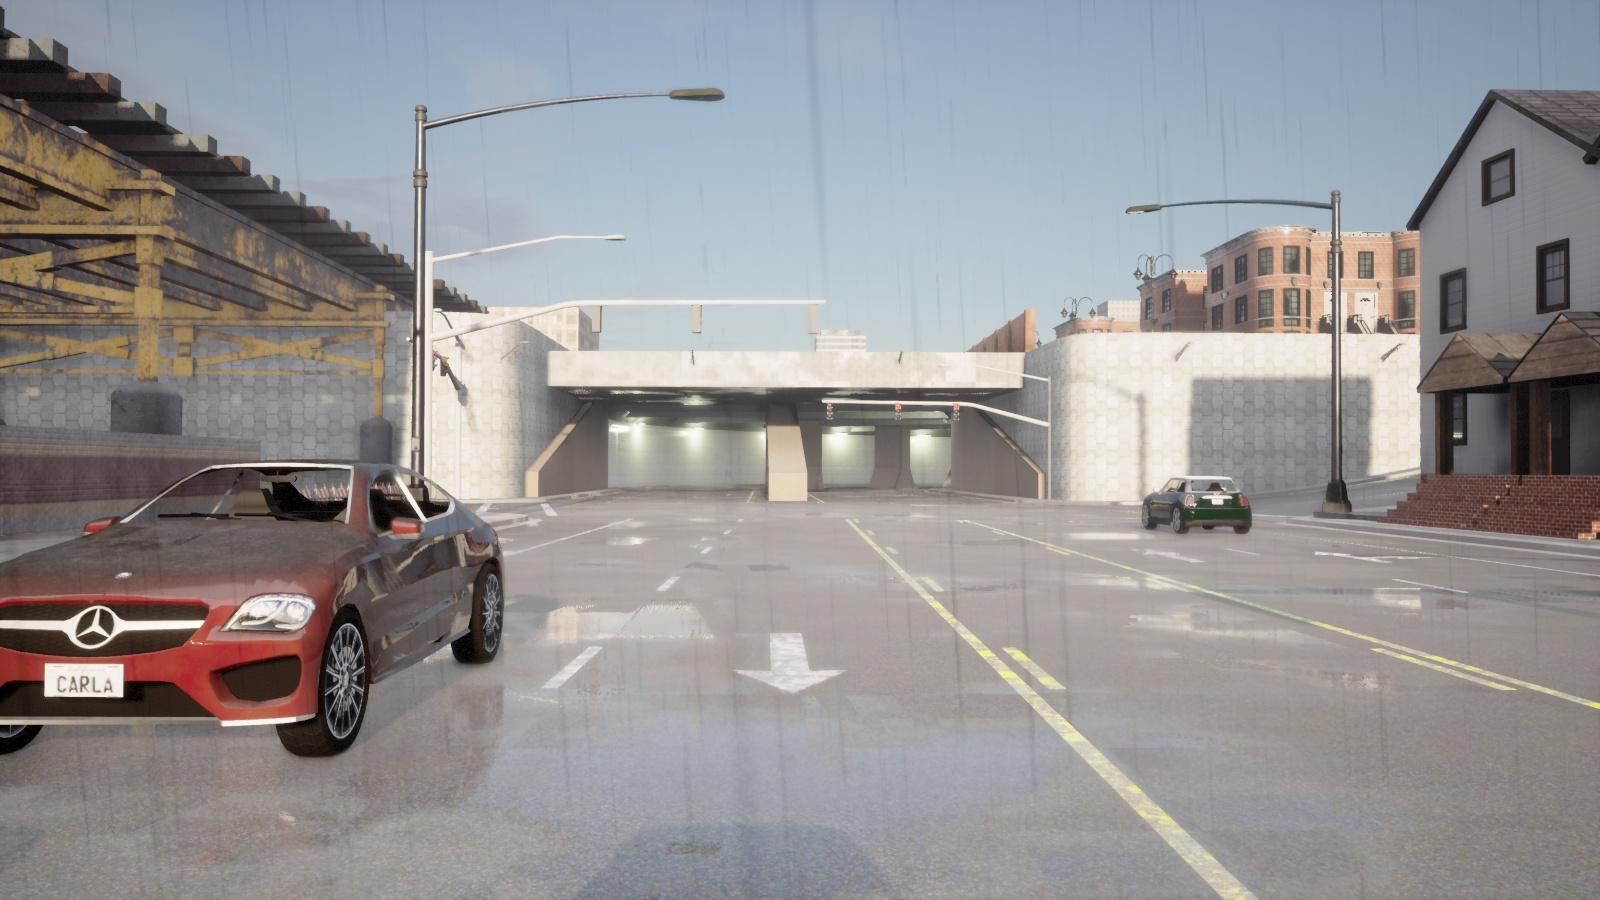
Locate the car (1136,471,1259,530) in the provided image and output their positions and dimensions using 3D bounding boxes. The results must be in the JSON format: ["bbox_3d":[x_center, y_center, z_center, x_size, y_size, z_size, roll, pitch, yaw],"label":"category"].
[{"bbox_3d":[10.448,1.296,33.317,1.970,1.475,3.806,0,-1,-1],"label":"car"}]

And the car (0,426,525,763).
[{"bbox_3d":[-3.521,0.753,8.692,2.152,1.651,5.027,0,-1,0],"label":"car"}]
